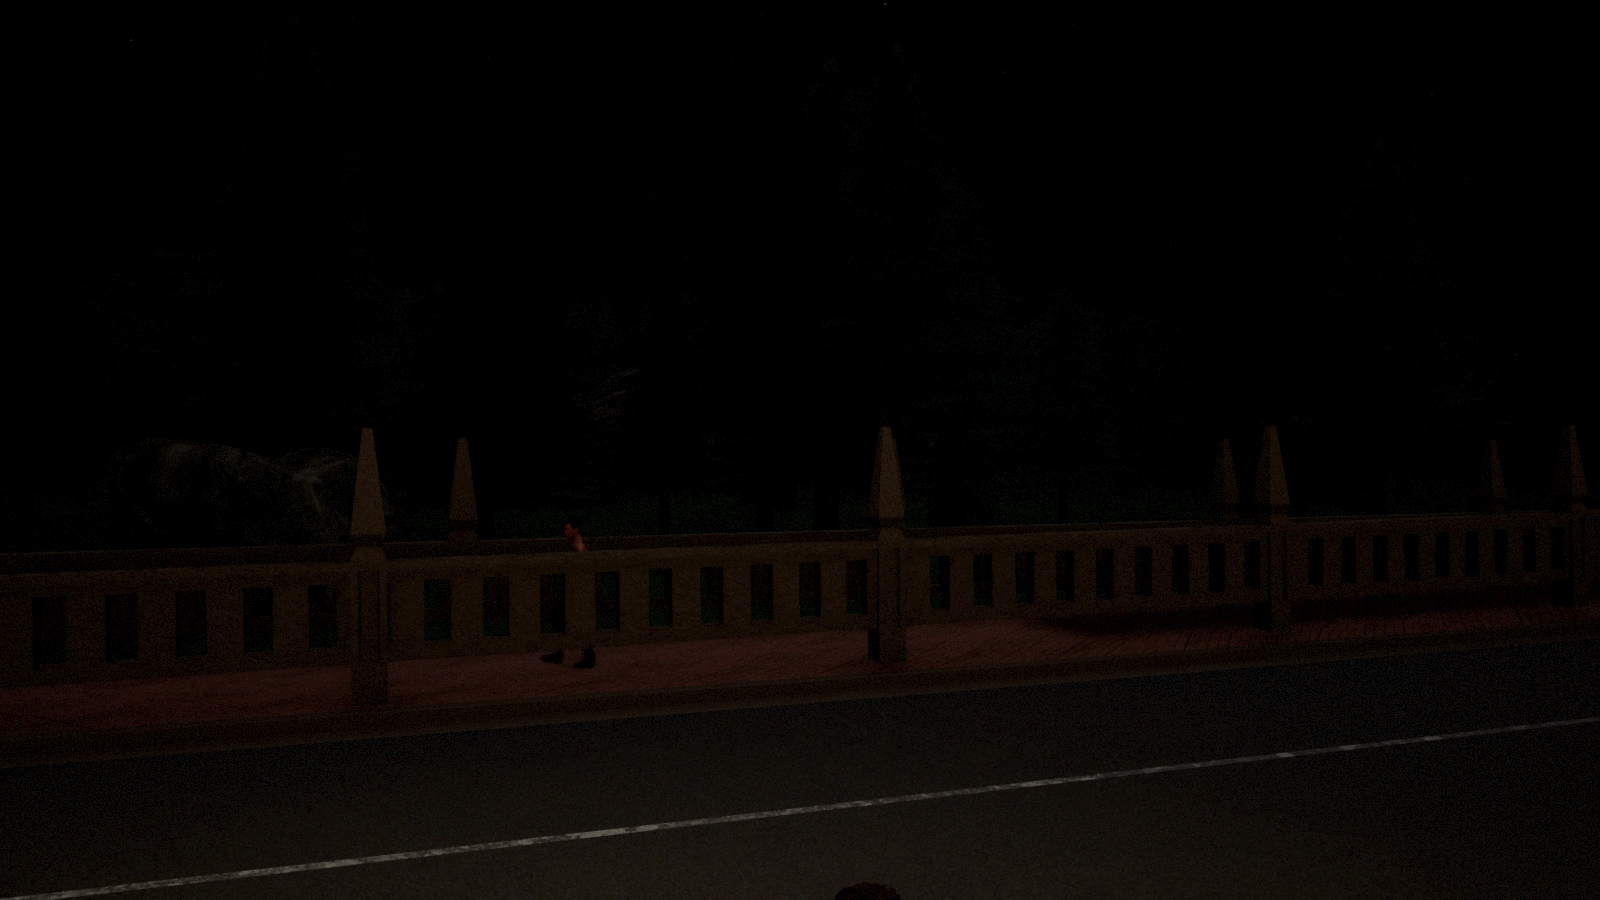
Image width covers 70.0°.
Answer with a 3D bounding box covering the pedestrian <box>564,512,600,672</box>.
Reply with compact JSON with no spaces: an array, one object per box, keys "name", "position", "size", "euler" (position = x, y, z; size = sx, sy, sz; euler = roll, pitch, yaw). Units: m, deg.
[{"name":"pedestrian","position":[-2.623,1.694,13.746],"size":[0.375,1.860,0.375],"euler":[0,0,-20]}]
